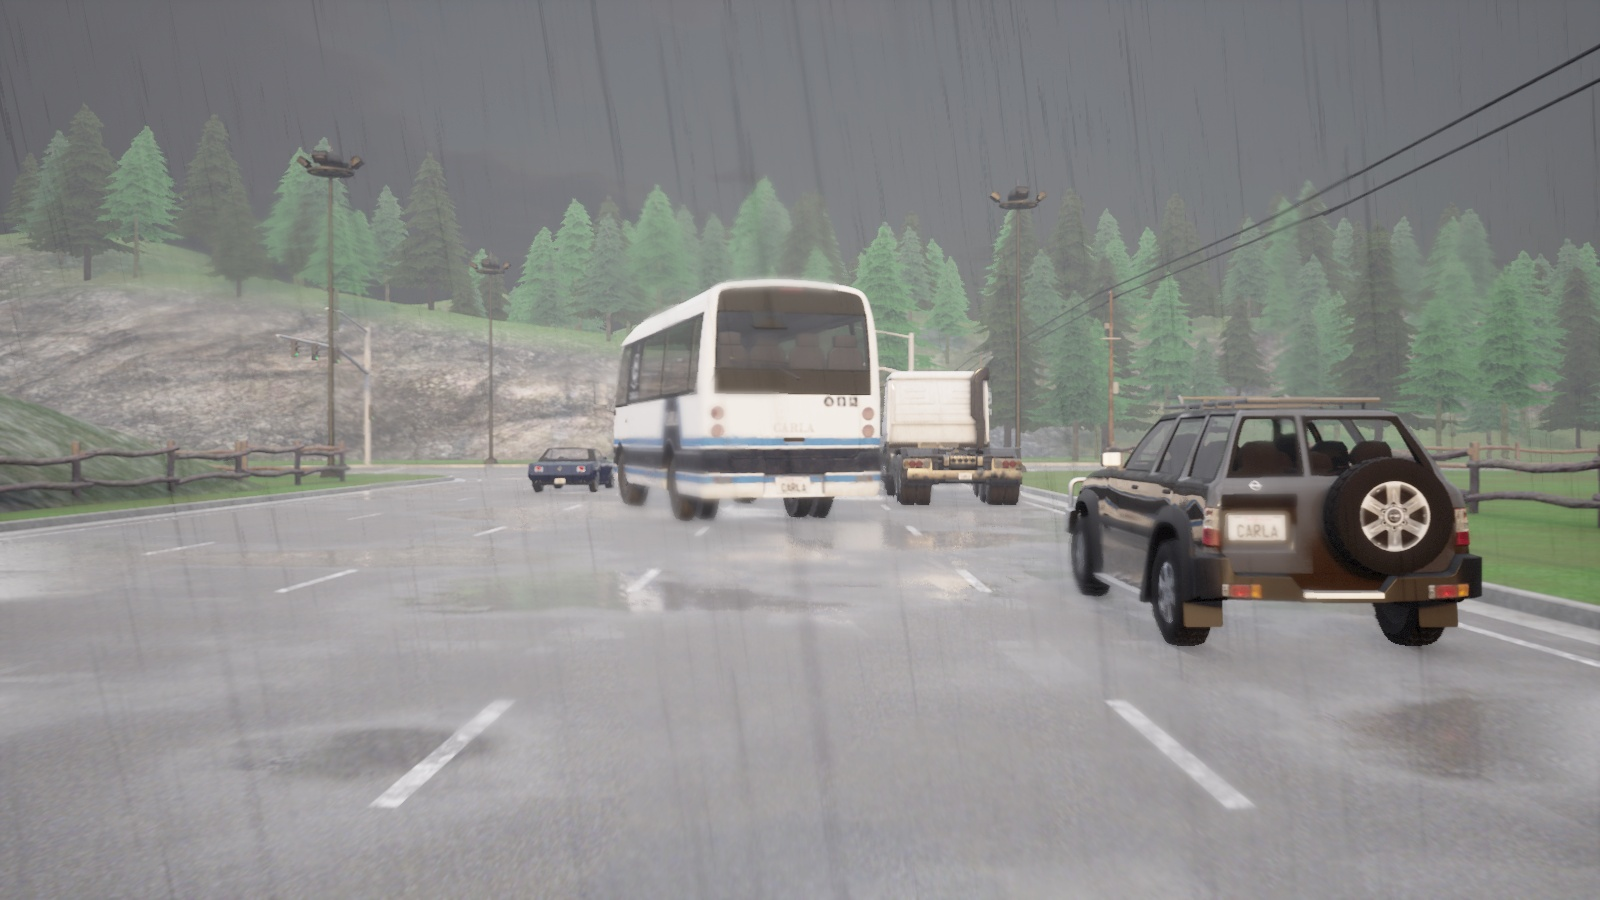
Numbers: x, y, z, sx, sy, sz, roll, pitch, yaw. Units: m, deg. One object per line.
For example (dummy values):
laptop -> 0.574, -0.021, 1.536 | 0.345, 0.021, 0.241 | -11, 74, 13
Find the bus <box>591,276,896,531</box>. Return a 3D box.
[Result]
bus -> -1.723, -0.821, 26.445 | 3.944, 4.253, 10.273 | 0, 0, -17

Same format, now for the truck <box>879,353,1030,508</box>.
truck -> 3.696, -0.461, 31.902 | 2.891, 3.462, 7.936 | 0, 0, 0

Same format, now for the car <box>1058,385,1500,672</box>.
car -> 3.574, 0.491, 10.438 | 1.932, 1.855, 4.605 | 0, 0, 0

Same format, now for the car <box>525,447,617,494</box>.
car -> -6.773, 0.572, 37.631 | 1.895, 1.301, 4.718 | 0, 0, 0
